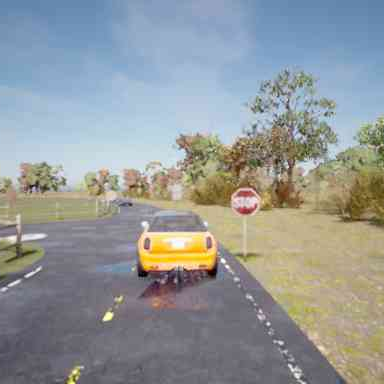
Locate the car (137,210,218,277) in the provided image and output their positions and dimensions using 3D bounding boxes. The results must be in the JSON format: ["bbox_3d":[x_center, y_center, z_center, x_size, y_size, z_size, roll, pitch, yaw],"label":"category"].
[{"bbox_3d":[-0.517,1.338,10.390,2.097,1.767,4.553,0,0,-5],"label":"car"}]

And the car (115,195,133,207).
[{"bbox_3d":[-10.079,1.480,50.542,2.033,1.411,5.357,0,0,-15],"label":"car"}]

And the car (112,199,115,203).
[{"bbox_3d":[-14.972,1.422,65.806,2.128,1.511,4.902,0,0,-20],"label":"car"}]
